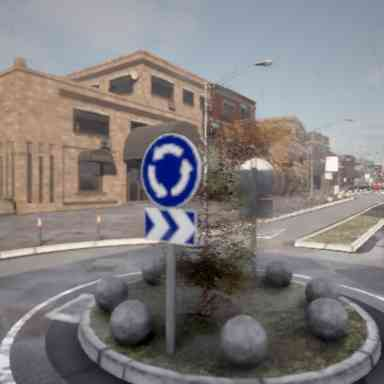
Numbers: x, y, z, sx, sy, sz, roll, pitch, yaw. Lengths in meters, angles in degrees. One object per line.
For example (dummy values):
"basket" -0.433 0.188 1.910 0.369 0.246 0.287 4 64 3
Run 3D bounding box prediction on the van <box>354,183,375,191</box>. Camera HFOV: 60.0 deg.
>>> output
"van" 42.167 -1.186 81.413 4.442 1.987 1.878 1 2 36

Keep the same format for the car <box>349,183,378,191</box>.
"car" 40.425 -1.157 79.246 5.566 2.045 2.435 1 2 36

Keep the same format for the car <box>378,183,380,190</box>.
"car" 43.793 -0.993 83.830 4.792 1.488 2.163 1 2 36
